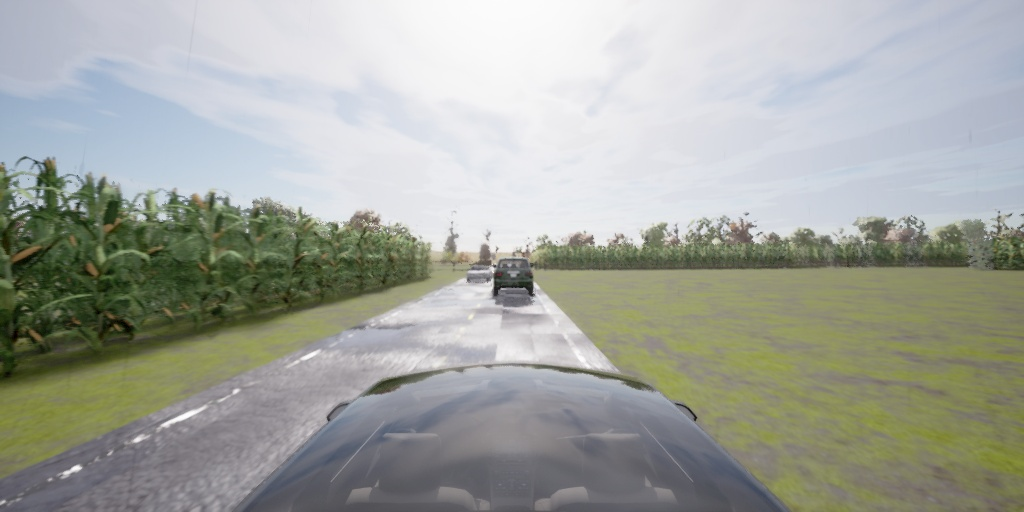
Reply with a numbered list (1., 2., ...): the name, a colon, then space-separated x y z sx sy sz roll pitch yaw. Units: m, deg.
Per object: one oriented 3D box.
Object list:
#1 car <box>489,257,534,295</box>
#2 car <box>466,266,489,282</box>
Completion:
1. car: 0.073 1.065 20.768 2.150 2.045 5.566 0 0 0
2. car: -2.780 1.492 30.819 1.895 1.301 4.718 0 0 0
